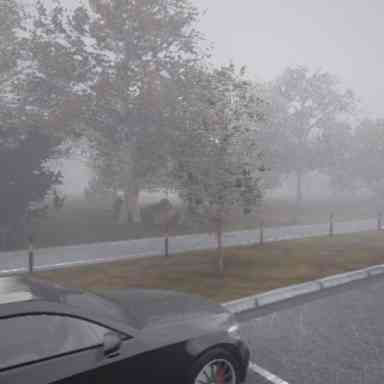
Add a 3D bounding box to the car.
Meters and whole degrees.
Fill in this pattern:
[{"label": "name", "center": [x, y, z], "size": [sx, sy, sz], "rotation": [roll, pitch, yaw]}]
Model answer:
[{"label": "car", "center": [-1.575, 1.513, 2.971], "size": [4.674, 1.452, 2.002], "rotation": [-2, 0, -35]}]
